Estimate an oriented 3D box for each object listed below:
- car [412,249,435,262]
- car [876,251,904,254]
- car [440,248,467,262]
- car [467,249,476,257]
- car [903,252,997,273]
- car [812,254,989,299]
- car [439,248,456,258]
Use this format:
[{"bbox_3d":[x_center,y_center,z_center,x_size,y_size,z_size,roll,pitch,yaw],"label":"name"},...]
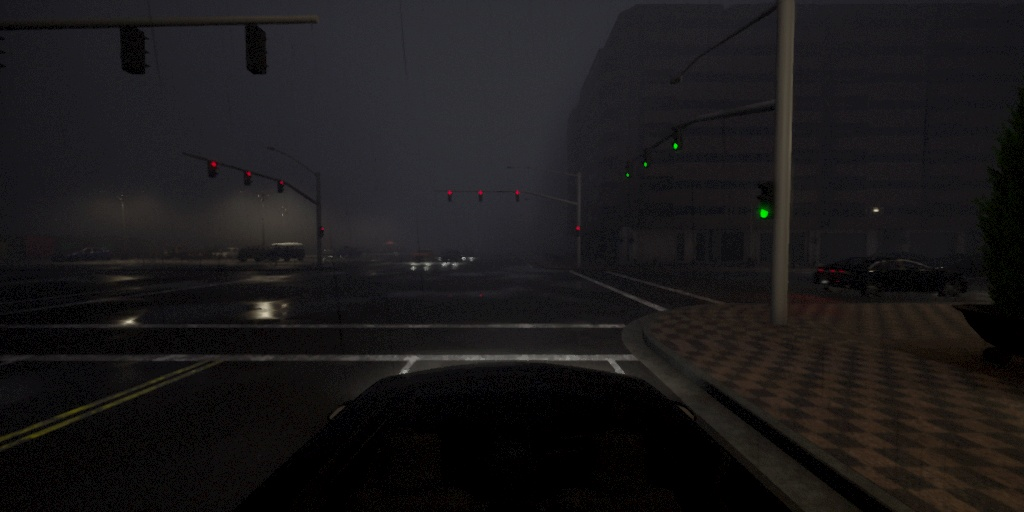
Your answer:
[{"bbox_3d":[-10.601,-0.105,43.310,1.882,1.535,5.008,0,2,0],"label":"car"},{"bbox_3d":[25.897,0.442,24.513,5.008,1.535,1.882,0,2,1],"label":"car"},{"bbox_3d":[-7.104,-0.021,42.880,2.033,1.411,5.357,0,2,0],"label":"car"},{"bbox_3d":[-7.070,-0.496,58.248,1.994,1.385,4.181,0,2,0],"label":"car"},{"bbox_3d":[26.325,0.602,21.012,4.674,1.442,1.812,0,2,1],"label":"car"},{"bbox_3d":[14.604,0.794,13.966,4.902,1.511,2.128,0,2,0],"label":"car"},{"bbox_3d":[-10.559,-0.610,59.109,1.882,1.535,5.008,0,2,1],"label":"car"}]
